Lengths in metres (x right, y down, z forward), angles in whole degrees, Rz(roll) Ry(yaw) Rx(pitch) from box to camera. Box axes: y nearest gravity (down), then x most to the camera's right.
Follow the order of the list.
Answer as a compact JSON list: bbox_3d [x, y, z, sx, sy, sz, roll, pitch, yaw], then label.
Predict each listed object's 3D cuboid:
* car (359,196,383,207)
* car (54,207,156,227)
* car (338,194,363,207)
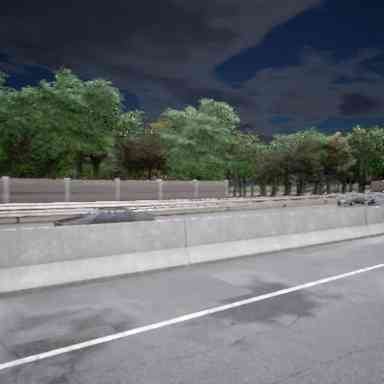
[{"bbox_3d":[17.008,1.267,28.511,5.357,1.411,2.033,-1,1,-34],"label":"car"},{"bbox_3d":[-4.533,1.530,17.921,5.357,1.411,2.033,0,0,-35],"label":"car"},{"bbox_3d":[20.596,1.029,42.685,4.902,1.511,2.128,-1,1,-37],"label":"car"}]
